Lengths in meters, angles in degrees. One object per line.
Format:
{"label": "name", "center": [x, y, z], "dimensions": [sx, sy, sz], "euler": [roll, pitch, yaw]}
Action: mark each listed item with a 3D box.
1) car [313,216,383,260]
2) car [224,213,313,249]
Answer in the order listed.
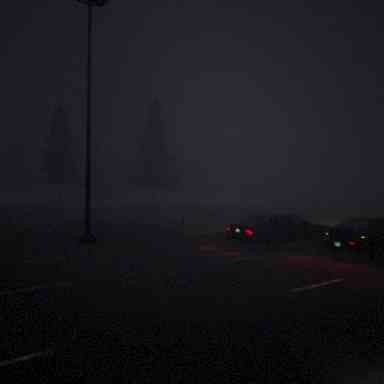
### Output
{"label": "car", "center": [7.089, 1.661, 12.888], "dimensions": [4.674, 1.442, 1.812], "euler": [0, 0, -31]}
{"label": "car", "center": [4.020, 1.671, 15.124], "dimensions": [5.357, 1.411, 2.033], "euler": [1, 0, -32]}
